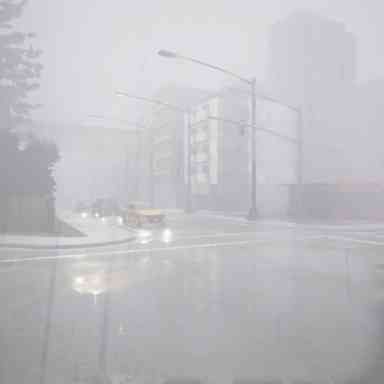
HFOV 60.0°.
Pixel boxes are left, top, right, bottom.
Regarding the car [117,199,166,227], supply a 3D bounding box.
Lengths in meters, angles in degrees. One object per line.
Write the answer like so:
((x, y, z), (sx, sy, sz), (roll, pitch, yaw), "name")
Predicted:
((-3.470, 1.473, 23.264), (1.882, 1.535, 5.008), (0, 0, -28), "car")

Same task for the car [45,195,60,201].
((-31.602, 1.289, 75.410), (1.853, 1.218, 4.536), (0, 0, -4), "car")

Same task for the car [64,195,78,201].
((-27.790, 1.444, 77.061), (4.974, 1.542, 2.038), (0, 0, 41), "car")

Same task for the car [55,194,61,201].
((-31.598, 1.446, 75.358), (2.038, 1.542, 4.974), (0, 0, -4), "car")

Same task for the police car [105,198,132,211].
((-9.203, 1.502, 41.488), (2.038, 1.542, 4.974), (0, 0, -28), "police car")

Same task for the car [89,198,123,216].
((-8.158, 1.347, 31.967), (2.097, 1.767, 4.553), (0, 0, -28), "car")

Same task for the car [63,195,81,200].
((-27.829, 1.286, 77.096), (4.536, 1.218, 1.853), (0, 0, 41), "car")

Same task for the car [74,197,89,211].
((-12.872, 1.595, 40.757), (1.895, 1.301, 4.718), (0, 0, -28), "car")
